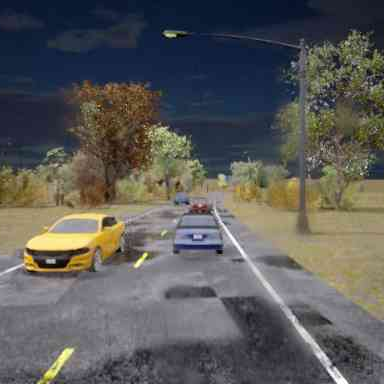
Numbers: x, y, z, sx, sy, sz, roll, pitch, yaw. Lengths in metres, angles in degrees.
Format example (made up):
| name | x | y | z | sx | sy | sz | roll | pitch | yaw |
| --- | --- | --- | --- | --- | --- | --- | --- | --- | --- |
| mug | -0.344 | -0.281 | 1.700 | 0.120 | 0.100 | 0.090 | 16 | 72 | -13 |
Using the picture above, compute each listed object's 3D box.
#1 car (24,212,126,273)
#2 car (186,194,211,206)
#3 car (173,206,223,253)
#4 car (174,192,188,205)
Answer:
| name | x | y | z | sx | sy | sz | roll | pitch | yaw |
| --- | --- | --- | --- | --- | --- | --- | --- | --- | --- |
| car | -3.496 | 1.456 | 10.805 | 1.882 | 1.535 | 5.008 | 0 | 0 | 1 |
| car | 0.837 | 1.291 | 33.108 | 2.097 | 1.767 | 4.553 | 0 | 0 | 2 |
| car | 0.238 | 1.524 | 13.529 | 2.033 | 1.411 | 5.357 | 0 | 0 | 1 |
| car | -1.656 | 1.102 | 54.499 | 2.150 | 2.045 | 5.566 | 0 | 0 | 4 |
